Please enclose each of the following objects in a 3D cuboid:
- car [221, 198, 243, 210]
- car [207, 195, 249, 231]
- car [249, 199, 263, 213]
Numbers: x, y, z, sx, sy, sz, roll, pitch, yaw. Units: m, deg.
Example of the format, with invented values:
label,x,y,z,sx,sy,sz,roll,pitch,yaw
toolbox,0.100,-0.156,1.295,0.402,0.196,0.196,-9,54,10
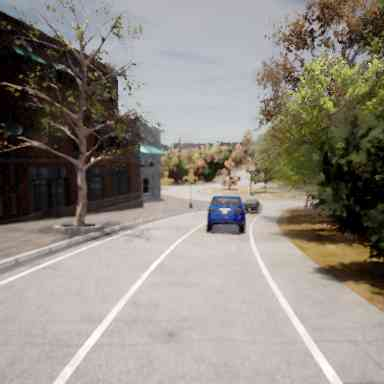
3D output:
label,x,y,z,sx,sy,sz,roll,pitch,yaw
car,5.419,1.621,44.482,1.895,1.301,4.718,2,1,20
car,2.246,1.223,20.789,2.150,2.045,5.566,1,0,10
car,7.013,1.628,38.573,1.837,1.490,4.892,2,0,18
